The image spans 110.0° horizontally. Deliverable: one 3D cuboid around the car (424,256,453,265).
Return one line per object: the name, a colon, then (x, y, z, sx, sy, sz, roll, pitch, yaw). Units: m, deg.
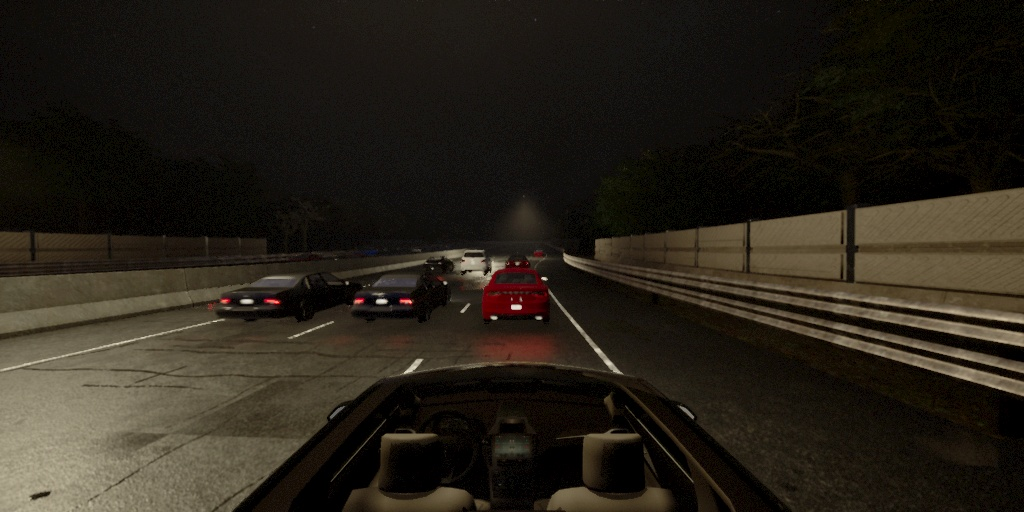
car: (-6.469, 0.756, 31.925, 2.128, 1.511, 4.902, 0, 2, 2)

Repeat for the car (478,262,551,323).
car: (0.144, 1.132, 11.686, 1.882, 1.535, 5.008, 0, 1, 1)

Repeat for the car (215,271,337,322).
car: (-6.851, 1.201, 11.825, 2.033, 1.411, 5.357, 0, 1, 1)

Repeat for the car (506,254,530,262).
car: (0.523, 0.622, 31.560, 2.097, 1.767, 4.553, 0, 2, 2)

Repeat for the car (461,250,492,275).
car: (-2.997, 0.511, 30.923, 2.150, 2.045, 5.566, 0, 2, 2)

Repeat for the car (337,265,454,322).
car: (-3.352, 1.201, 11.823, 2.033, 1.411, 5.357, 0, 1, 1)

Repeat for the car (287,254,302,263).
car: (-23.862, 0.465, 41.587, 1.882, 1.535, 5.008, 0, 2, 2)

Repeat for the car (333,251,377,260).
car: (-16.952, 0.543, 38.970, 1.882, 1.535, 5.008, 0, 2, 2)

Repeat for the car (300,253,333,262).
car: (-20.455, 0.665, 39.102, 1.895, 1.301, 4.718, 0, 2, 2)
